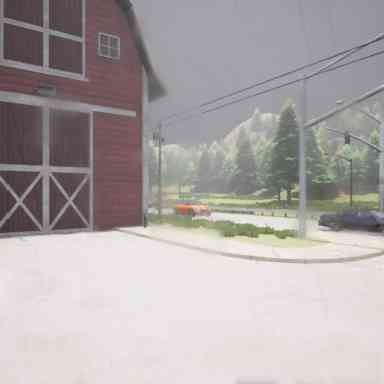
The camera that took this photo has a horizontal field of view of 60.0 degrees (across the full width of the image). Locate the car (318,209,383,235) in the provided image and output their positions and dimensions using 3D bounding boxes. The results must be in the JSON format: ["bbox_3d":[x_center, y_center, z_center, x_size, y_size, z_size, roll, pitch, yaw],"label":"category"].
[{"bbox_3d":[9.971,1.678,19.079,2.033,1.411,5.357,0,0,-34],"label":"car"}]

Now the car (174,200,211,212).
[{"bbox_3d":[-0.003,1.580,33.687,2.097,1.767,4.553,0,0,-34],"label":"car"}]

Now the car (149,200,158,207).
[{"bbox_3d":[-6.523,1.852,49.614,1.812,1.442,4.674,0,0,-34],"label":"car"}]
